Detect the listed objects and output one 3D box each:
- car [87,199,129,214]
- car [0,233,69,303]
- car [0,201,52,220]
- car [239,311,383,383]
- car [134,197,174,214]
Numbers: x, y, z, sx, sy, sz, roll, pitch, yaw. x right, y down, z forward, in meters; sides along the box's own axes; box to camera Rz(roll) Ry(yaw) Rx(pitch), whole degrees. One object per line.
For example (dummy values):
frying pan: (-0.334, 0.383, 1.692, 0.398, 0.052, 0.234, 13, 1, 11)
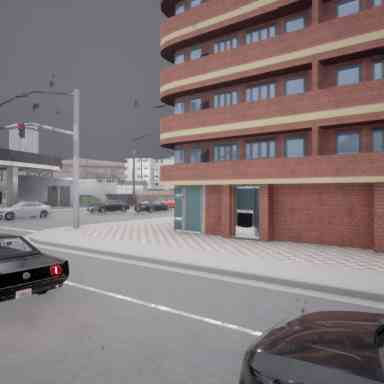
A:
car: (-8.907, 1.509, 35.595, 2.128, 1.511, 4.902, 0, 0, 35)
car: (-4.929, 1.599, 7.496, 4.718, 1.301, 1.895, 0, 0, 36)
car: (-14.133, 1.523, 27.951, 1.812, 1.442, 4.674, 0, 0, 34)
car: (2.651, 1.514, 2.104, 4.892, 1.490, 1.837, 0, 0, 35)
car: (-4.207, 1.554, 35.894, 1.812, 1.442, 4.674, 0, 0, 35)
